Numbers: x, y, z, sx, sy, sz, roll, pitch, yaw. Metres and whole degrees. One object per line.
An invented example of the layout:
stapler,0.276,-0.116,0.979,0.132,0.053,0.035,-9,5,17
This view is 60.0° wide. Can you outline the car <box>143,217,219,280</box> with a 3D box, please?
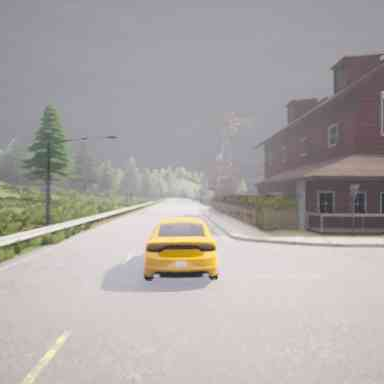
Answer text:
car,-0.329,1.505,10.111,1.882,1.535,5.008,0,0,-2
